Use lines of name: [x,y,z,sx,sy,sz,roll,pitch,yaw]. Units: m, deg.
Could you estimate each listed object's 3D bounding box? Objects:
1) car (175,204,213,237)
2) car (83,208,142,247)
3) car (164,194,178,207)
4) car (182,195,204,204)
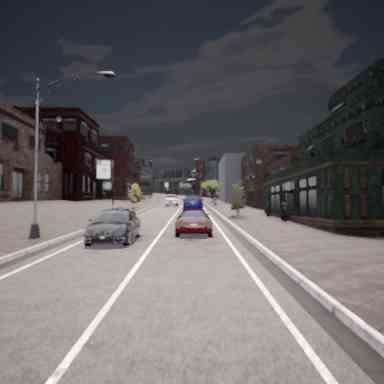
car: [0.096,1.603,18.492,1.994,1.385,4.181,0,0,0]
car: [-3.485,1.534,15.296,1.837,1.490,4.892,0,0,0]
car: [-3.555,1.430,57.673,2.150,2.045,5.566,0,0,0]
car: [0.098,1.334,37.098,2.150,2.045,5.566,0,0,0]
